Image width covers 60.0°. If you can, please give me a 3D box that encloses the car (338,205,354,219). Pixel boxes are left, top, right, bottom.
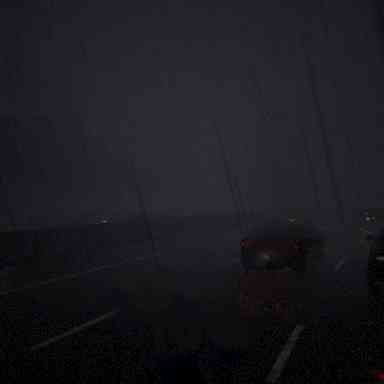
[{"bbox_3d":[17.551,2.182,36.456,2.128,1.511,4.902,-2,-2,42],"label":"car"}]

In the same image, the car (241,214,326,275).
[{"bbox_3d":[3.336,1.734,11.548,1.882,1.535,5.008,-2,-2,30],"label":"car"}]

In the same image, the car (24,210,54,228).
[{"bbox_3d":[-13.263,2.485,31.417,2.128,1.511,4.902,-2,-2,34],"label":"car"}]

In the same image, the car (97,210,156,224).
[{"bbox_3d":[-4.619,2.248,25.485,1.812,1.442,4.674,-2,-2,34],"label":"car"}]

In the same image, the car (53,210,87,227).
[{"bbox_3d":[-9.795,2.443,30.325,1.812,1.442,4.674,-2,-2,34],"label":"car"}]

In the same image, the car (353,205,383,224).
[{"bbox_3d":[16.331,2.043,29.801,1.837,1.490,4.892,-2,-2,40],"label":"car"}]

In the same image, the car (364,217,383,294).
[{"bbox_3d":[5.704,1.641,8.669,2.128,1.511,4.902,-2,-2,30],"label":"car"}]

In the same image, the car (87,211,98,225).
[{"bbox_3d":[-6.355,2.344,29.168,1.837,1.490,4.892,-2,-2,35],"label":"car"}]

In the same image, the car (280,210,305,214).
[{"bbox_3d":[7.339,2.042,23.951,1.812,1.442,4.674,-2,-2,36],"label":"car"}]
